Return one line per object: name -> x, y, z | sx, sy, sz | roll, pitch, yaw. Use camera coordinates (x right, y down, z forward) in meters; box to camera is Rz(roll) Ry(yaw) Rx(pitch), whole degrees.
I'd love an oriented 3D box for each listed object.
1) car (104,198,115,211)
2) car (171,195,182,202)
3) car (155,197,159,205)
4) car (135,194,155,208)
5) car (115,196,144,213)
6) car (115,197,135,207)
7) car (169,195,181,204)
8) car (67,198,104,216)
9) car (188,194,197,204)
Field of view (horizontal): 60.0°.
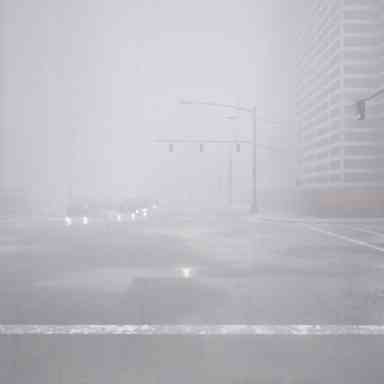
car -> -10.537, 1.478, 41.884 | 1.882, 1.535, 5.008 | 0, 0, 0
car -> -3.392, 1.354, 74.412 | 2.128, 1.511, 4.902 | 0, 0, 0
car -> -6.995, 1.601, 58.542 | 1.895, 1.301, 4.718 | 0, 0, 0
car -> -7.027, 1.491, 48.218 | 2.128, 1.511, 4.902 | 0, 0, 0
car -> -7.045, 1.505, 37.868 | 1.837, 1.490, 4.892 | 0, 0, 0
car -> -10.520, 1.547, 52.521 | 2.033, 1.411, 5.357 | 0, 0, 0
car -> -3.407, 1.491, 64.127 | 2.128, 1.511, 4.902 | 0, 0, 0
car -> -10.590, 1.352, 32.752 | 2.097, 1.767, 4.553 | 0, 0, 1
car -> 0.093, 1.547, 64.122 | 2.033, 1.411, 5.357 | 0, 0, 0
